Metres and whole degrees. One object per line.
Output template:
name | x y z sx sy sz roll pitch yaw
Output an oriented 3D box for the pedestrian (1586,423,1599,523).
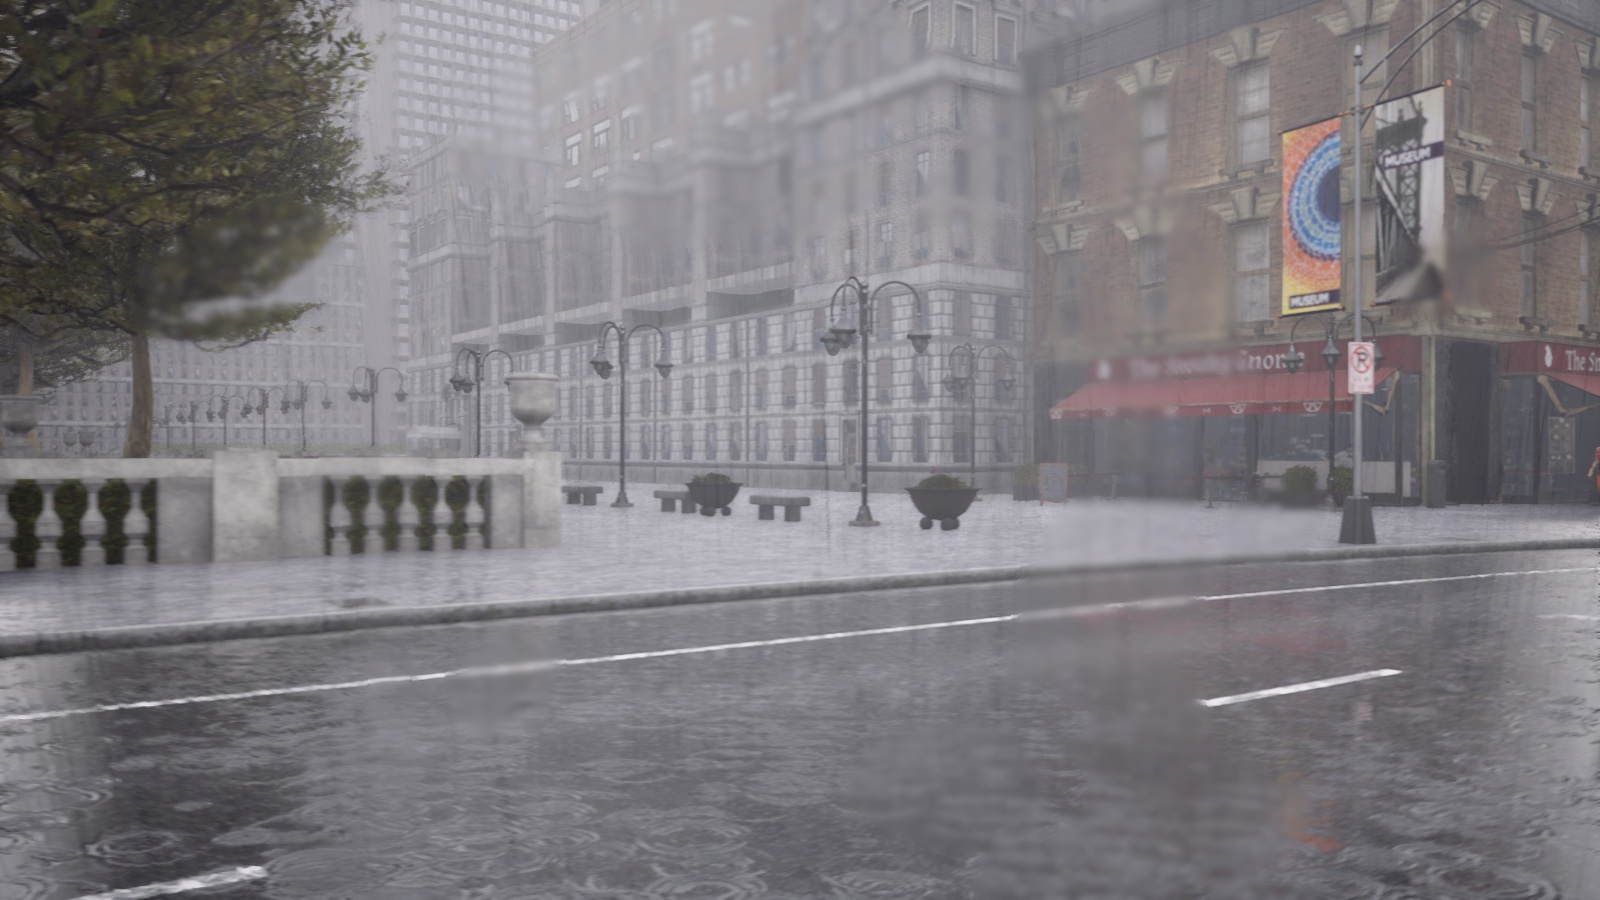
pedestrian | 14.935 0.427 23.280 0.594 1.836 0.345 0 0 -28
